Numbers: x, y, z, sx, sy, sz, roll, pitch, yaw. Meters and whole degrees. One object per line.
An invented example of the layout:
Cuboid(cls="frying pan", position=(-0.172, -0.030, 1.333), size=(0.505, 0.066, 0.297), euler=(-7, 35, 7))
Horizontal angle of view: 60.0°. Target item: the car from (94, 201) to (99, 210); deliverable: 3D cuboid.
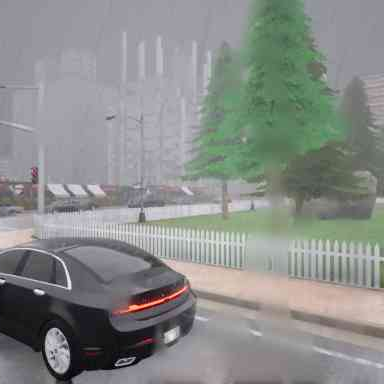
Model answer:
Cuboid(cls="car", position=(-12.912, 1.478, 37.607), size=(1.882, 1.535, 5.008), euler=(0, 0, 34))

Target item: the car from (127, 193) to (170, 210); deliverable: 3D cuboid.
Cuboid(cls="car", position=(-5.672, 1.215, 42.097), size=(2.150, 2.045, 5.566), euler=(0, 1, 34))

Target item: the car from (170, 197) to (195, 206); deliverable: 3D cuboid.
Cuboid(cls="car", position=(-1.657, 1.548, 54.301), size=(2.033, 1.411, 5.357), euler=(0, 0, 34))

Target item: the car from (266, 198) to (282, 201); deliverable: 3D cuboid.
Cuboid(cls="car", position=(14.919, 1.564, 59.852), size=(1.994, 1.385, 4.181), euler=(0, 0, 34))

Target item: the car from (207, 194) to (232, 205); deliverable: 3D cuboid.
Cuboid(cls="car", position=(5.109, 1.350, 57.991), size=(2.097, 1.767, 4.553), euler=(0, 0, 34))

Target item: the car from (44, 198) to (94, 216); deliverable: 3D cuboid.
Cuboid(cls="car", position=(-12.355, 1.491, 32.161), size=(2.128, 1.511, 4.902), euler=(0, 0, 34))

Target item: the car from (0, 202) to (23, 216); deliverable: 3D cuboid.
Cuboid(cls="car", position=(-18.050, 1.601, 30.077), size=(1.895, 1.301, 4.718), euler=(0, 0, 36))

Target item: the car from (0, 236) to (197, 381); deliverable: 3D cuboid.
Cuboid(cls="car", position=(-2.211, 1.505, 5.505), size=(4.892, 1.490, 1.837), euler=(0, 0, 36))
